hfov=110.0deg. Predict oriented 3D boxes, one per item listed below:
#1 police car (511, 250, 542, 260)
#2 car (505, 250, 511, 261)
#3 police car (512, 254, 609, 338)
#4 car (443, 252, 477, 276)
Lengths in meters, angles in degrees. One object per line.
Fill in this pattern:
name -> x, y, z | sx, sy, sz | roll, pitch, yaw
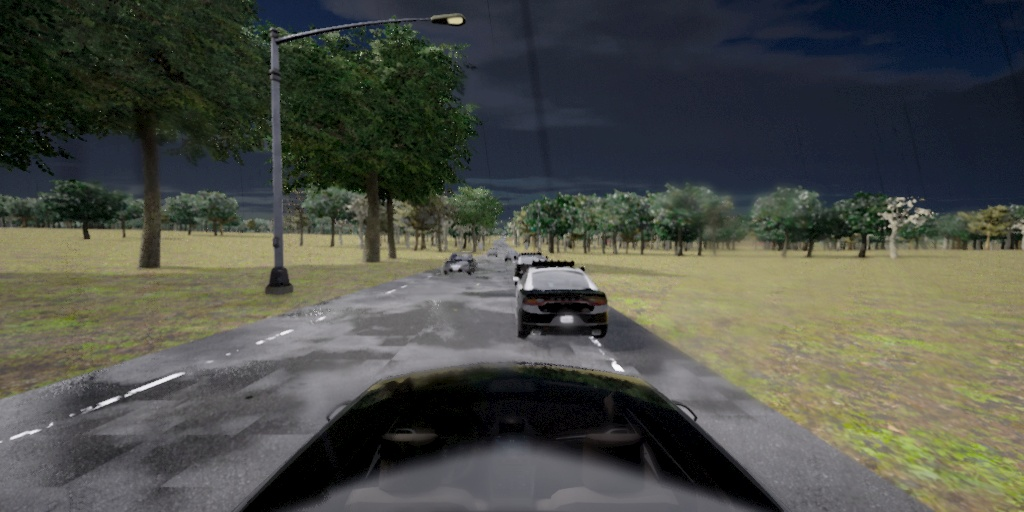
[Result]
police car -> 1.051, 0.613, 19.382 | 1.930, 1.638, 5.238 | 0, 2, 0
car -> 0.028, -0.011, 47.800 | 1.994, 1.385, 4.181 | 0, 1, 0
police car -> 1.050, 0.920, 9.382 | 1.930, 1.638, 5.238 | 0, 2, 0
car -> -3.591, 0.511, 25.292 | 2.128, 1.511, 4.902 | 0, 2, 0
